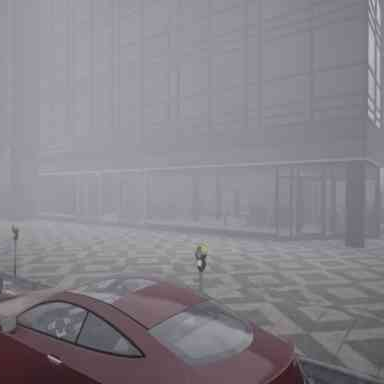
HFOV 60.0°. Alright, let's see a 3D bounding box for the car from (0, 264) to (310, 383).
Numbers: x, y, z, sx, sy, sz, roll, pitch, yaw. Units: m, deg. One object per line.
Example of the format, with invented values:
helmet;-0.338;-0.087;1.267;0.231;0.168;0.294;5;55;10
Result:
car;-0.922;1.582;3.625;4.206;1.307;1.802;0;0;36
